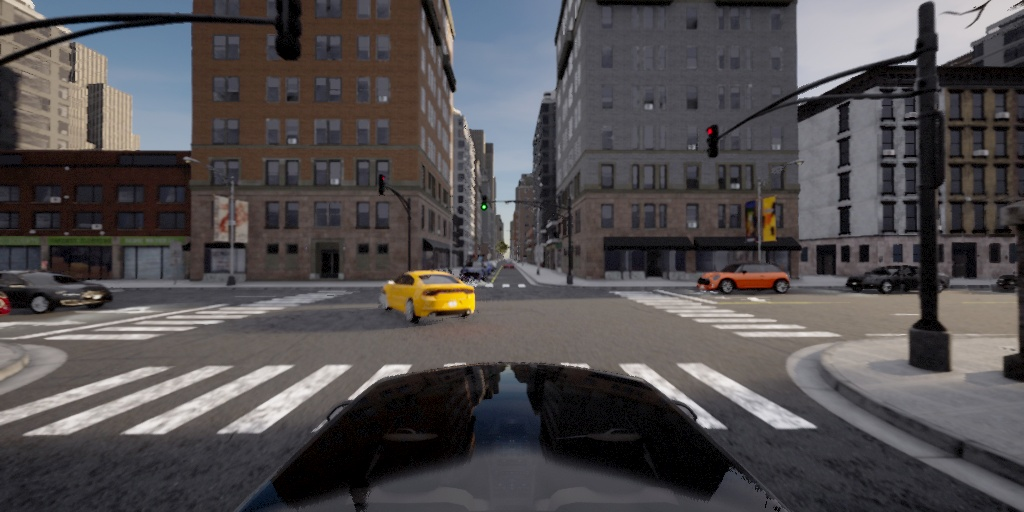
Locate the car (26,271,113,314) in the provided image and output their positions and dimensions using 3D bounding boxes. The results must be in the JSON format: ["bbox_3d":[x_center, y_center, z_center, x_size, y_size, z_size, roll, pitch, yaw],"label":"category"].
[{"bbox_3d":[-18.042,1.310,13.459,4.892,1.490,1.837,0,0,-1],"label":"car"}]

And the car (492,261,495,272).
[{"bbox_3d":[-3.327,1.397,40.614,1.882,1.535,5.008,0,0,0],"label":"car"}]

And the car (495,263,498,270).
[{"bbox_3d":[-3.427,1.512,50.465,2.033,1.411,5.357,0,0,0],"label":"car"}]

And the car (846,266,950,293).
[{"bbox_3d":[22.158,1.329,20.716,4.892,1.490,1.837,0,0,-1],"label":"car"}]

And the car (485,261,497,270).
[{"bbox_3d":[-3.546,1.539,60.739,1.812,1.442,4.674,0,0,-1],"label":"car"}]

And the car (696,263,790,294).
[{"bbox_3d":[13.132,1.188,20.592,4.553,1.767,2.097,0,0,-1],"label":"car"}]

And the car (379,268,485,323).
[{"bbox_3d":[-3.098,1.259,12.519,1.882,1.535,5.008,1,-1,-34],"label":"car"}]

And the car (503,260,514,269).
[{"bbox_3d":[-0.597,1.634,64.587,1.895,1.301,4.718,0,0,-1],"label":"car"}]

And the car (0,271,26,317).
[{"bbox_3d":[-17.666,1.129,10.216,4.553,1.767,2.097,0,0,-1],"label":"car"}]

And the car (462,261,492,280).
[{"bbox_3d":[-3.254,1.232,31.506,2.097,1.767,4.553,0,0,1],"label":"car"}]

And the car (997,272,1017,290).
[{"bbox_3d":[31.440,1.316,20.837,4.892,1.490,1.837,0,0,-1],"label":"car"}]
